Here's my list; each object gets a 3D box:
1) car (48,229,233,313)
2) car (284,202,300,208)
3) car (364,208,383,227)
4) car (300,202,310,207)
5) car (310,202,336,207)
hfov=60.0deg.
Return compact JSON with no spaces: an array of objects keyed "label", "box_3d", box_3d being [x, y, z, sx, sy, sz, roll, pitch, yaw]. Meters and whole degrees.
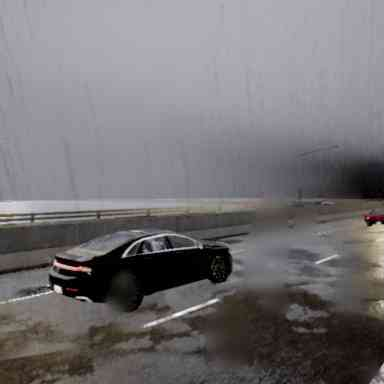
[{"label":"car","box_3d":[-0.920,1.664,8.184,2.128,1.511,4.902,-2,-1,43]},{"label":"car","box_3d":[16.284,2.236,51.710,2.033,1.411,5.357,-2,-1,44]},{"label":"car","box_3d":[14.163,1.822,24.103,1.895,1.301,4.718,-2,-1,44]},{"label":"car","box_3d":[18.197,2.127,48.668,1.812,1.442,4.674,-2,-2,45]},{"label":"car","box_3d":[17.444,2.034,42.912,1.812,1.442,4.674,-2,-2,44]}]
